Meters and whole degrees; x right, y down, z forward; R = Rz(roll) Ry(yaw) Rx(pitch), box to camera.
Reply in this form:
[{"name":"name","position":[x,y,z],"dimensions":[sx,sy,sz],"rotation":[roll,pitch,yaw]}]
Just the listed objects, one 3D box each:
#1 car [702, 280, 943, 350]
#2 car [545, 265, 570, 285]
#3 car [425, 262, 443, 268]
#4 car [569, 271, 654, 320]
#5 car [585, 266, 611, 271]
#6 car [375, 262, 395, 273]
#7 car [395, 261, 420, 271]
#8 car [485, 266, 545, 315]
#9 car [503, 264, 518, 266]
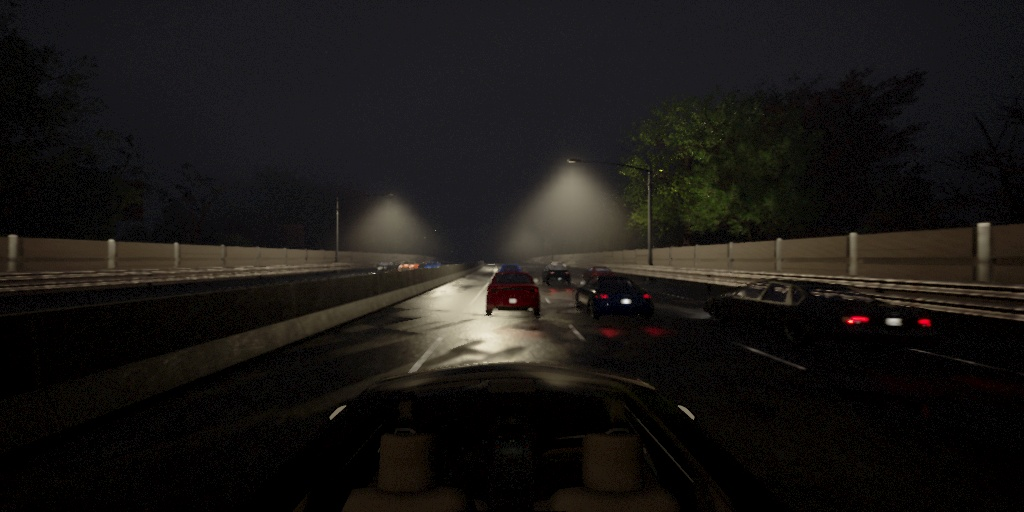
[{"name":"car","position":[7.043,1.322,9.116],"dimensions":[2.033,1.411,5.357],"rotation":[2,-1,0]},{"name":"car","position":[3.372,1.433,27.877],"dimensions":[2.128,1.511,4.902],"rotation":[0,0,-1]},{"name":"car","position":[-11.281,1.595,52.073],"dimensions":[1.882,1.535,5.008],"rotation":[0,-1,-1]},{"name":"car","position":[3.530,1.396,13.097],"dimensions":[1.994,1.385,4.181],"rotation":[0,0,0]},{"name":"car","position":[6.866,1.509,28.499],"dimensions":[1.994,1.385,4.181],"rotation":[0,0,-1]},{"name":"car","position":[-18.284,1.608,51.948],"dimensions":[2.128,1.511,4.902],"rotation":[0,0,-1]},{"name":"car","position":[-14.774,1.467,51.710],"dimensions":[2.097,1.767,4.553],"rotation":[0,0,-1]},{"name":"car","position":[0.026,1.318,14.009],"dimensions":[1.882,1.535,5.008],"rotation":[0,-1,0]},{"name":"car","position":[-0.145,1.430,29.449],"dimensions":[1.882,1.535,5.008],"rotation":[0,0,-1]}]
